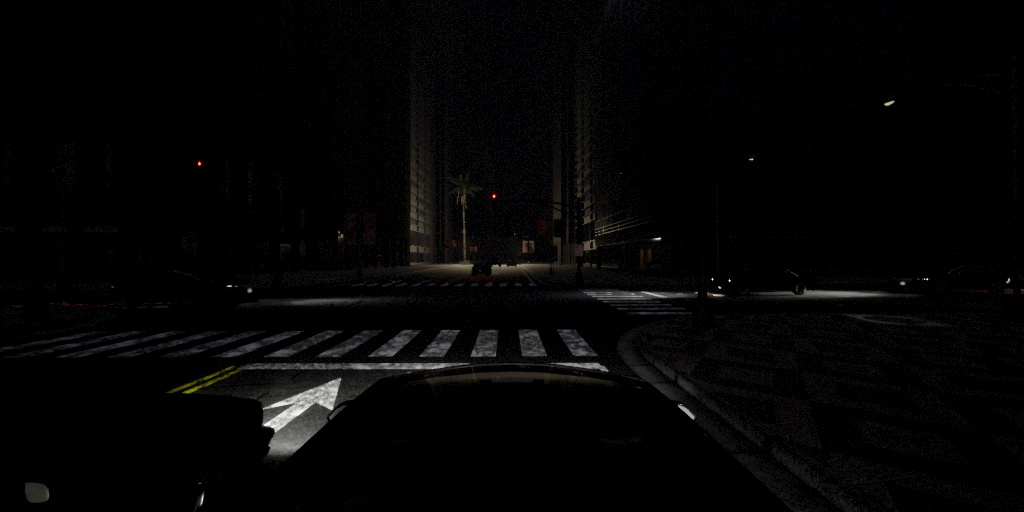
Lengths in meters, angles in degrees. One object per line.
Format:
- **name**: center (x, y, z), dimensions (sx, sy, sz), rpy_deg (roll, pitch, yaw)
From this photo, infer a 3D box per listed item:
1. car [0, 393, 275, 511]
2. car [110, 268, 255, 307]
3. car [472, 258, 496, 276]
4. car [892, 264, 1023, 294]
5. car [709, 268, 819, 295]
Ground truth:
- **car**: center (-3.176, 1.297, 0.710), dimensions (2.033, 1.411, 5.357), rpy_deg (0, 0, 4)
- **car**: center (-14.019, 1.280, 15.476), dimensions (4.902, 1.511, 2.128), rpy_deg (-1, 0, -8)
- **car**: center (-3.237, 1.324, 38.930), dimensions (2.128, 1.511, 4.902), rpy_deg (0, 0, 0)
- **car**: center (23.002, 1.173, 18.900), dimensions (4.902, 1.511, 2.128), rpy_deg (0, 0, -1)
- **car**: center (12.996, 1.316, 18.734), dimensions (4.718, 1.301, 1.895), rpy_deg (0, 0, -2)
